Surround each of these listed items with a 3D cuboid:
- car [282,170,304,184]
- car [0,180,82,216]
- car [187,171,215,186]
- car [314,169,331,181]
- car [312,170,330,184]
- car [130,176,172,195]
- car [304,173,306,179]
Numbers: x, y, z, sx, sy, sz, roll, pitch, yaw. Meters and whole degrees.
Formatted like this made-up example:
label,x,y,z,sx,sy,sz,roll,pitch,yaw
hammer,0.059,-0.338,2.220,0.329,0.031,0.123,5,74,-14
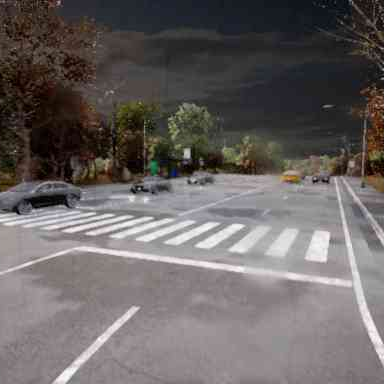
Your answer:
label,x,y,z,sx,sy,sz,roll,pitch,yaw
car,12.541,-1.936,41.953,1.882,1.535,5.008,2,6,23
car,-7.607,0.186,16.392,2.128,1.511,4.902,2,5,23
car,1.030,-1.529,36.827,2.128,1.511,4.902,2,5,23
car,19.684,-2.598,50.021,2.128,1.511,4.902,2,5,23
car,15.863,-1.696,40.839,1.895,1.301,4.718,2,5,23
car,-3.208,-0.594,26.797,1.994,1.385,4.181,2,5,22
car,16.458,-2.678,51.376,2.033,1.411,5.357,2,5,23
